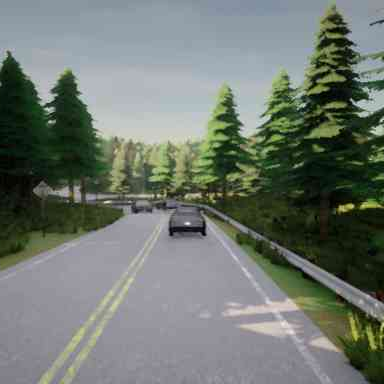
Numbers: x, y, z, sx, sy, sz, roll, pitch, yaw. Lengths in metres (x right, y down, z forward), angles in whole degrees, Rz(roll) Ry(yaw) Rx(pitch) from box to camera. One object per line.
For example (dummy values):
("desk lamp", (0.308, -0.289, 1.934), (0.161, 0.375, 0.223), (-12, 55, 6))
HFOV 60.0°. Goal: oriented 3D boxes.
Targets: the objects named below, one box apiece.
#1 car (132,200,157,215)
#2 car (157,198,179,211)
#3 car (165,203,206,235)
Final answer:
("car", (-5.215, 1.526, 34.780), (1.812, 1.442, 4.674), (-1, 0, -15))
("car", (-2.988, 1.473, 39.314), (2.033, 1.411, 5.357), (-2, 1, -21))
("car", (-0.289, 1.529, 18.472), (1.994, 1.385, 4.181), (0, 0, -2))
